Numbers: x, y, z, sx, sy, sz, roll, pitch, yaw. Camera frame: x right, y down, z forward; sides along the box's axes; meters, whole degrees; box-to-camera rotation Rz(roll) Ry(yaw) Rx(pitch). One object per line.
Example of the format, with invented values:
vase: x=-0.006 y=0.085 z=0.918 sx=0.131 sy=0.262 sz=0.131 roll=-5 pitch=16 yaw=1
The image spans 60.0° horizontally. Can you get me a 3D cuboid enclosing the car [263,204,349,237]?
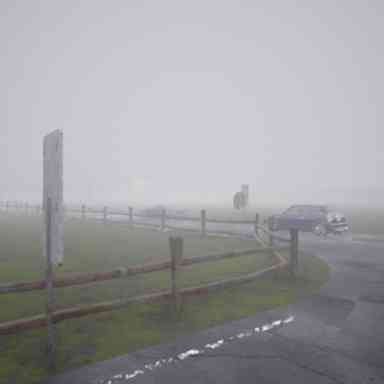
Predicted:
car: x=6.290 y=1.456 z=18.924 sx=2.097 sy=1.767 sz=4.553 roll=1 pitch=-1 yaw=-40

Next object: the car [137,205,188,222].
car: x=-2.691 y=1.802 z=29.118 sx=2.033 sy=1.411 sz=5.357 roll=0 pitch=-1 yaw=-44
